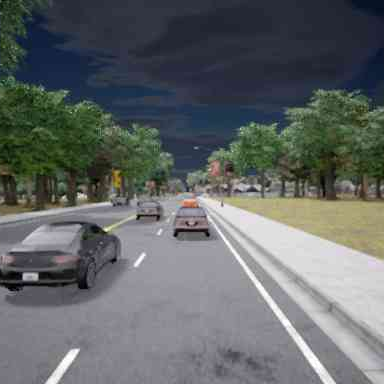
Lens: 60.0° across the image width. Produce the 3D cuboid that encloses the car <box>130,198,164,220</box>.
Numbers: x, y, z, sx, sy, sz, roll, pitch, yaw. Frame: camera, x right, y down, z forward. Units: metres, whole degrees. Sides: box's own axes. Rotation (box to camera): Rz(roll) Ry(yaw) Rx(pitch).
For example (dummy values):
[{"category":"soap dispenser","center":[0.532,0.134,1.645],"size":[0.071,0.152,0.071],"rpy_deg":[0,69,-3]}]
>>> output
[{"category":"car","center":[-3.345,1.452,27.083],"size":[2.033,1.411,5.357],"rpy_deg":[0,0,0]}]

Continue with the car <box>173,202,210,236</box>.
[{"category":"car","center":[-0.030,1.477,17.870],"size":[2.033,1.411,5.357],"rpy_deg":[0,0,0]}]

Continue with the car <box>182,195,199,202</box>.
[{"category":"car","center":[-0.211,1.210,42.192],"size":[2.097,1.767,4.553],"rpy_deg":[0,0,0]}]

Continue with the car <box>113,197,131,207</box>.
[{"category":"car","center":[-10.107,1.441,48.176],"size":[1.994,1.385,4.181],"rpy_deg":[0,0,0]}]

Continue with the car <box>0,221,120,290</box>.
[{"category":"car","center":[-3.207,1.497,8.870],"size":[1.812,1.442,4.674],"rpy_deg":[0,0,0]}]

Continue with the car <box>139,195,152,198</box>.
[{"category":"car","center":[-6.859,1.217,48.456],"size":[2.097,1.767,4.553],"rpy_deg":[0,0,0]}]
